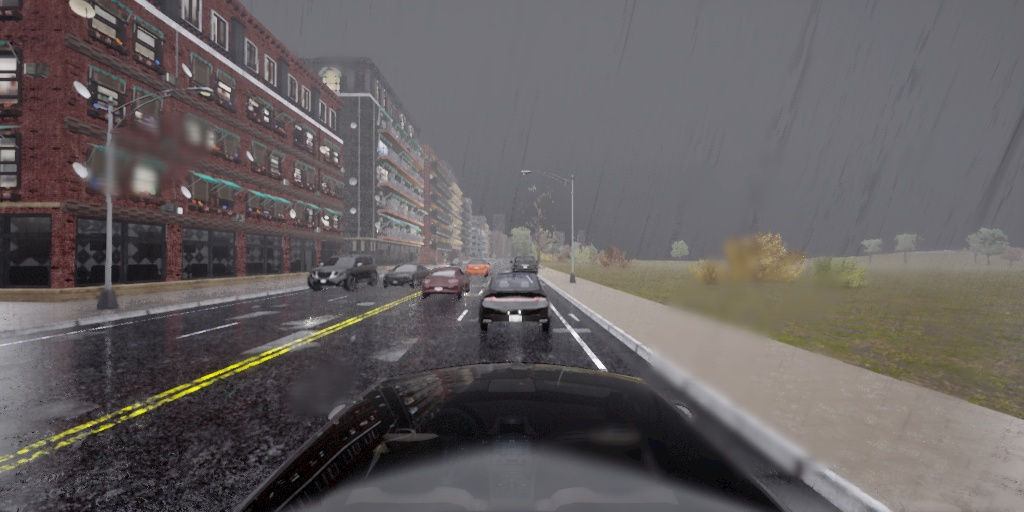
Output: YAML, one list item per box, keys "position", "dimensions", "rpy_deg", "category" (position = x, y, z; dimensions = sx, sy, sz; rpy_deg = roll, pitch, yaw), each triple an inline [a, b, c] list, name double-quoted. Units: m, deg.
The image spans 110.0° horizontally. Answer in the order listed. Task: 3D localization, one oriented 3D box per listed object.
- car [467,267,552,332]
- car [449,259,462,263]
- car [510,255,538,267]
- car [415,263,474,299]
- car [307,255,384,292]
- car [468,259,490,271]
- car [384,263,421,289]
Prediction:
- position: [0.070, 1.241, 10.816]
  dimensions: [2.128, 1.511, 4.902]
  rpy_deg: [0, 0, 0]
  category: "car"
- position: [-10.027, 1.240, 63.772]
  dimensions: [1.837, 1.490, 4.892]
  rpy_deg: [0, 0, 0]
  category: "car"
- position: [1.035, 0.971, 30.861]
  dimensions: [2.150, 2.045, 5.566]
  rpy_deg: [0, 0, 0]
  category: "car"
- position: [-3.208, 1.274, 17.912]
  dimensions: [1.812, 1.442, 4.674]
  rpy_deg: [0, 0, 0]
  category: "car"
- position: [-9.921, 0.969, 21.594]
  dimensions: [2.150, 2.045, 5.566]
  rpy_deg: [0, 0, 0]
  category: "car"
- position: [-3.271, 1.096, 35.187]
  dimensions: [2.097, 1.767, 4.553]
  rpy_deg: [0, 0, 0]
  category: "car"
- position: [-6.674, 1.225, 23.002]
  dimensions: [1.882, 1.535, 5.008]
  rpy_deg: [0, 0, 0]
  category: "car"
